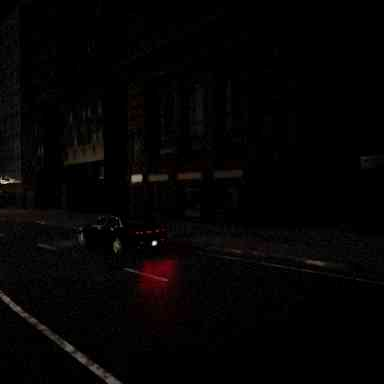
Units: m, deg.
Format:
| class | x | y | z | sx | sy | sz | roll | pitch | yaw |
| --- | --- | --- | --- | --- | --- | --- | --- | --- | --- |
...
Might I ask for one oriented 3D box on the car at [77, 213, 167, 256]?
| class | x | y | z | sx | sy | sz | roll | pitch | yaw |
| --- | --- | --- | --- | --- | --- | --- | --- | --- | --- |
| car | -3.079 | 1.653 | 13.961 | 1.837 | 1.490 | 4.892 | -1 | 0 | -44 |
